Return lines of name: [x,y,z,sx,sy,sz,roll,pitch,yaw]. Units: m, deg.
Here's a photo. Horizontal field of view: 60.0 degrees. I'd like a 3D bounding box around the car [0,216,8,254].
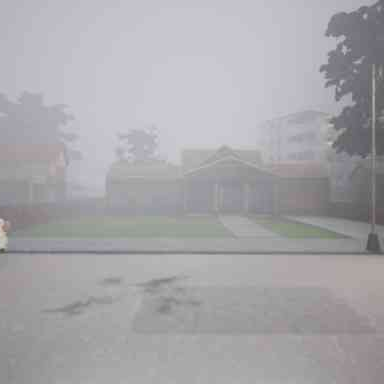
car: [-8.578,1.258,10.318,5.566,2.045,2.150,0,-2,12]
